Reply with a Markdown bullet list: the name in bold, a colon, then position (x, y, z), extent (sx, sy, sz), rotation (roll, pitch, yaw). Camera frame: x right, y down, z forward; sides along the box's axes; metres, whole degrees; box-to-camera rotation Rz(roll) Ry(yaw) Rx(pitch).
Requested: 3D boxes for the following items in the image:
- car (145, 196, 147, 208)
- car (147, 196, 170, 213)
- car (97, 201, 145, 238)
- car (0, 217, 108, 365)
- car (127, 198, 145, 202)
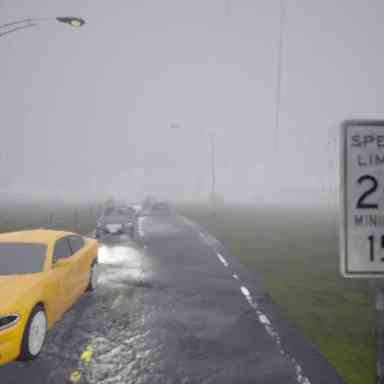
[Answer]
- **car**: position (-5.947, 1.297, 47.273), extent (2.097, 1.767, 4.553), rotation (0, 0, -14)
- **car**: position (-3.609, 1.450, 36.738), extent (1.882, 1.535, 5.008), rotation (0, 0, -11)
- **car**: position (-3.831, 1.491, 17.679), extent (2.128, 1.511, 4.902), rotation (0, 0, -6)
- **car**: position (-3.070, 1.484, 6.076), extent (1.882, 1.535, 5.008), rotation (0, 0, -2)
- **car**: position (-5.744, 1.508, 32.319), extent (1.812, 1.442, 4.674), rotation (0, 0, -9)
